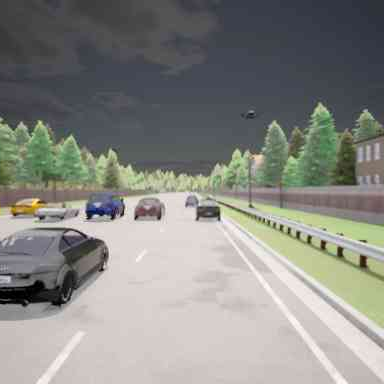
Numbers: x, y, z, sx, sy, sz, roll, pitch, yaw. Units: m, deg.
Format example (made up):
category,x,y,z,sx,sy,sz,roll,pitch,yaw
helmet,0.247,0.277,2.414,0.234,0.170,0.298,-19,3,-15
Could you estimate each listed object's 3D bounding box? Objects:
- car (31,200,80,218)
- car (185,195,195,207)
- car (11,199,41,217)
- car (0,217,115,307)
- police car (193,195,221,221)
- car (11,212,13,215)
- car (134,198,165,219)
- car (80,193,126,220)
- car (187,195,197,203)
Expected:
category,x,y,z,sx,sy,sz,roll,pitch,yaw
car,-10.395,1.490,26.198,1.895,1.301,4.718,0,0,0
car,0.023,1.364,47.288,1.994,1.385,4.181,0,0,0
car,-13.894,1.354,29.323,1.882,1.535,5.008,0,0,0
car,-3.398,1.530,7.967,1.994,1.385,4.181,0,0,0
police car,1.229,1.313,26.430,1.930,1.638,5.238,0,0,0
car,-6.913,1.489,8.685,1.812,1.442,4.674,0,0,0
car,-3.395,1.235,27.459,2.097,1.767,4.553,0,0,0
car,-6.895,1.107,26.943,2.150,2.045,5.566,0,0,0
car,0.012,1.247,60.946,1.837,1.490,4.892,0,0,0
